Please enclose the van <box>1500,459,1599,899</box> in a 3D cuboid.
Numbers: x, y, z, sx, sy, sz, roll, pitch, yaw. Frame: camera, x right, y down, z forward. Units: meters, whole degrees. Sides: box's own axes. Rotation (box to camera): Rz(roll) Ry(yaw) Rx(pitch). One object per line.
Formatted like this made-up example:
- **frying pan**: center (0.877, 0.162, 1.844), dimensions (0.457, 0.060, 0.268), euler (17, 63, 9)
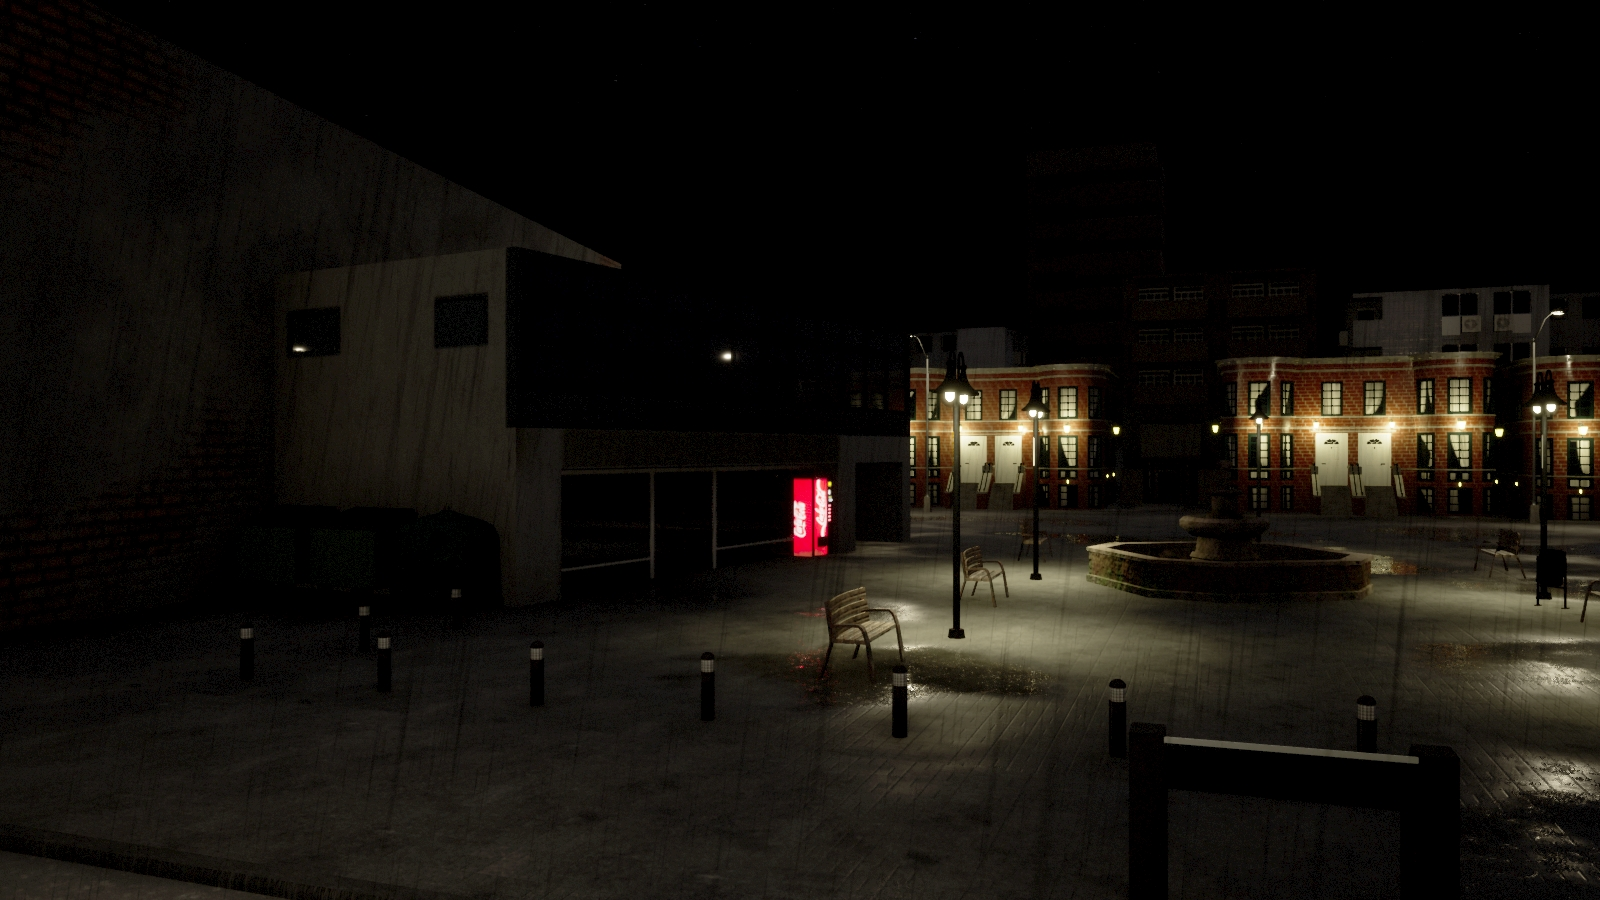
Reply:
- **van**: center (4.897, 1.315, 2.066), dimensions (5.915, 2.561, 1.988), euler (0, 0, 20)
